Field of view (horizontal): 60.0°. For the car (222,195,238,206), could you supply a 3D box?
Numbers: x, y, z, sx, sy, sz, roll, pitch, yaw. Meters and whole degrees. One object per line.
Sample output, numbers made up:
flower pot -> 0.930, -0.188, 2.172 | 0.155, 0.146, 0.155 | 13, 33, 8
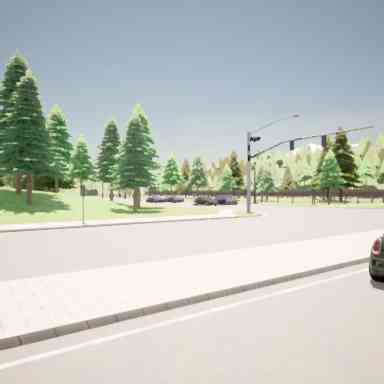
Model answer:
car -> 5.415, 1.341, 54.094 | 2.097, 1.767, 4.553 | 0, 0, -35

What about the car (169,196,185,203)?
car -> -3.579, 1.535, 67.104 | 2.033, 1.411, 5.357 | 0, 0, -35

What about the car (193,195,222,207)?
car -> 2.119, 1.494, 52.697 | 1.837, 1.490, 4.892 | 0, 0, -35

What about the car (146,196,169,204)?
car -> -7.319, 1.536, 66.327 | 2.033, 1.411, 5.357 | 0, 0, -34

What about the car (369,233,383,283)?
car -> 6.519, 1.348, 8.418 | 4.553, 1.767, 2.097 | 0, 0, -35
